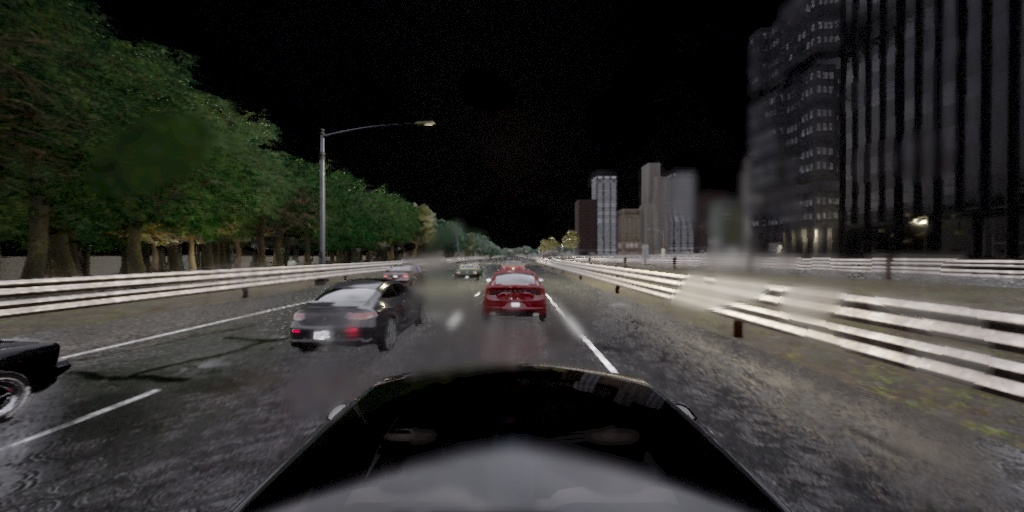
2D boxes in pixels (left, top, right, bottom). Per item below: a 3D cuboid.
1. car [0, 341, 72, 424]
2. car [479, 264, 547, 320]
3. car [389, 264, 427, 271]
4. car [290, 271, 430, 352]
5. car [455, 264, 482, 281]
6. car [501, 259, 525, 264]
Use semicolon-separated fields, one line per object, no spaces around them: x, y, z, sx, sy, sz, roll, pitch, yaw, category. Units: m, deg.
-6.903;1.349;2.650;1.895;1.301;4.718;0;0;0;car
0.098;1.201;12.479;1.882;1.535;5.008;0;0;0;car
-6.899;1.244;23.713;2.033;1.411;5.357;0;0;0;car
-3.403;1.259;8.755;1.812;1.442;4.674;0;0;0;car
-3.401;1.283;29.327;1.895;1.301;4.718;0;0;0;car
0.098;1.031;30.409;2.097;1.767;4.553;0;0;0;car
